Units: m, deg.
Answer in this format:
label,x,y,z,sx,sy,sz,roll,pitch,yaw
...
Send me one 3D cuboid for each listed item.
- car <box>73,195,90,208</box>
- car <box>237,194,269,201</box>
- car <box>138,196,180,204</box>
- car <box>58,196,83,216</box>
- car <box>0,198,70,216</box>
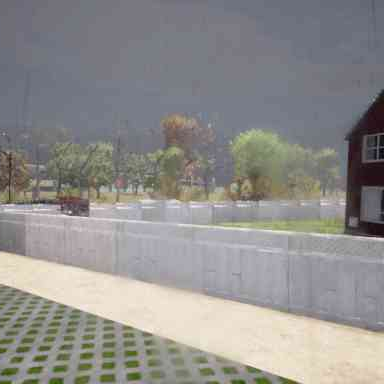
label,x,y,z,sx,sy,sz,roll,pitch,yaw
car,-13.417,1.124,35.145,5.008,1.535,1.882,0,2,-18
car,8.012,1.023,42.295,4.674,1.442,1.812,0,2,-18
car,-3.893,1.176,38.333,4.718,1.301,1.895,0,2,-19
car,-12.120,1.386,28.520,4.892,1.490,1.837,-1,2,-18
car,-12.089,1.489,25.107,4.902,1.511,2.128,-1,2,-18
